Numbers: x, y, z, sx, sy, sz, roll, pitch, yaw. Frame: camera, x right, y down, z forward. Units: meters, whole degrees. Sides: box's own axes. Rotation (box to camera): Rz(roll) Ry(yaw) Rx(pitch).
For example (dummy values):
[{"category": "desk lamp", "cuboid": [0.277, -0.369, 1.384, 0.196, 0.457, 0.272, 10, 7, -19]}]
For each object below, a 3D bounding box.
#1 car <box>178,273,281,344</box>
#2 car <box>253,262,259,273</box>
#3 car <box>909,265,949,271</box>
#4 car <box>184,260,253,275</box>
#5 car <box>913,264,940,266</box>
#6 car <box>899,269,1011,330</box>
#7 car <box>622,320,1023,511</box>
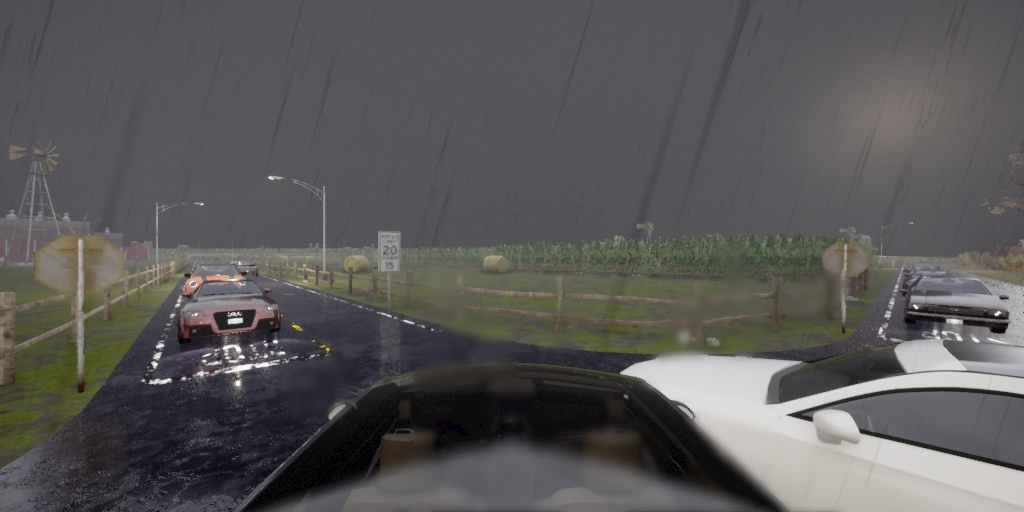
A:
[{"category": "car", "cuboid": [-7.849, 1.349, 9.931, 1.994, 1.385, 4.181, 0, 0, -42]}, {"category": "car", "cuboid": [-26.642, 1.258, 35.825, 2.128, 1.511, 4.902, 0, 0, -41]}, {"category": "car", "cuboid": [21.017, 1.363, 17.930, 4.181, 1.385, 1.994, 0, 1, -43]}, {"category": "car", "cuboid": [-13.562, 1.130, 16.469, 2.097, 1.767, 4.553, 0, 0, -41]}, {"category": "car", "cuboid": [28.644, 1.308, 24.850, 4.902, 1.511, 2.128, 0, 1, -42]}, {"category": "car", "cuboid": [13.622, 1.334, 11.209, 5.357, 1.411, 2.033, 0, 1, -42]}, {"category": "car", "cuboid": [2.857, 1.293, 2.241, 1.812, 1.442, 4.674, 0, 1, -43]}]
